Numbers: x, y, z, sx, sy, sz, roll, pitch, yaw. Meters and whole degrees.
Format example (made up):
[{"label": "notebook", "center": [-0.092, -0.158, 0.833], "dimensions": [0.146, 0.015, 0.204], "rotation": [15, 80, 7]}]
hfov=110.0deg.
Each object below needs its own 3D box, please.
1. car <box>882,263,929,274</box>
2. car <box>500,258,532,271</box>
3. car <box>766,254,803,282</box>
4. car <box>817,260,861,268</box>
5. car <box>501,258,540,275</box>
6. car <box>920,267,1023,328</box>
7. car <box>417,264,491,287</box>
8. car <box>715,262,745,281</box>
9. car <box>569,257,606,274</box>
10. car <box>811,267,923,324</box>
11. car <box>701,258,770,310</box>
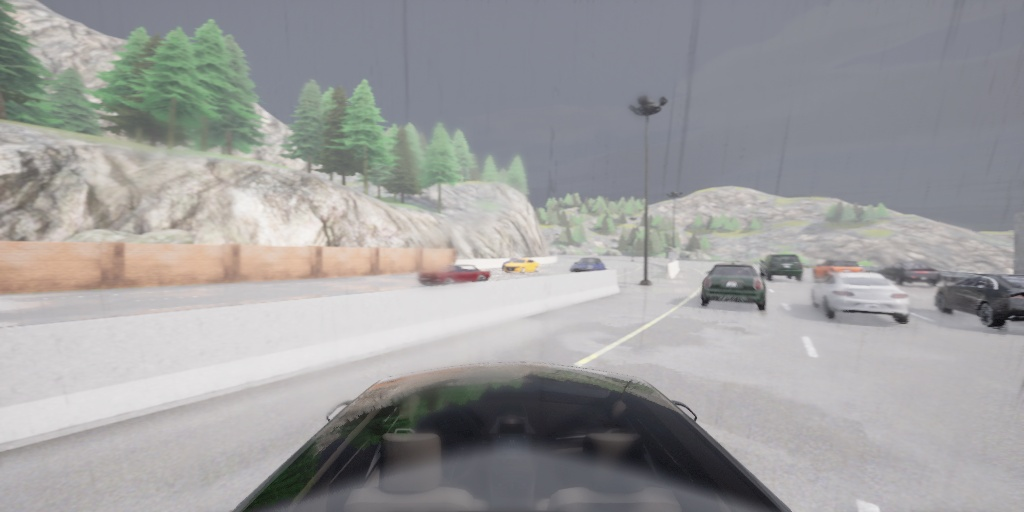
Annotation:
[{"label": "car", "center": [27.241, 1.254, 24.810], "dimensions": [2.128, 1.511, 4.902], "rotation": [1, 0, 28]}, {"label": "car", "center": [0.526, 0.950, 41.760], "dimensions": [1.812, 1.442, 4.674], "rotation": [1, 0, 28]}, {"label": "car", "center": [21.407, 0.905, 28.657], "dimensions": [2.150, 2.045, 5.566], "rotation": [1, 0, 27]}, {"label": "car", "center": [24.338, 1.078, 26.818], "dimensions": [2.097, 1.767, 4.553], "rotation": [1, 1, 28]}, {"label": "car", "center": [1.063, 0.957, 35.497], "dimensions": [1.882, 1.535, 5.008], "rotation": [1, 0, 29]}, {"label": "car", "center": [14.898, 1.278, 10.777], "dimensions": [2.128, 1.511, 4.902], "rotation": [1, 1, 34]}, {"label": "car", "center": [-3.375, 1.162, 21.520], "dimensions": [1.895, 1.301, 4.718], "rotation": [1, 1, 33]}, {"label": "car", "center": [18.366, 1.251, 30.424], "dimensions": [1.895, 1.301, 4.718], "rotation": [1, 1, 28]}, {"label": "car", "center": [6.623, 0.908, 31.147], "dimensions": [2.097, 1.767, 4.553], "rotation": [1, 1, 30]}, {"label": "car", "center": [11.631, 1.276, 12.199], "dimensions": [1.812, 1.442, 4.674], "rotation": [1, 1, 33]}, {"label": "car", "center": [9.221, 1.062, 14.877], "dimensions": [2.097, 1.767, 4.553], "rotation": [1, 1, 34]}]
